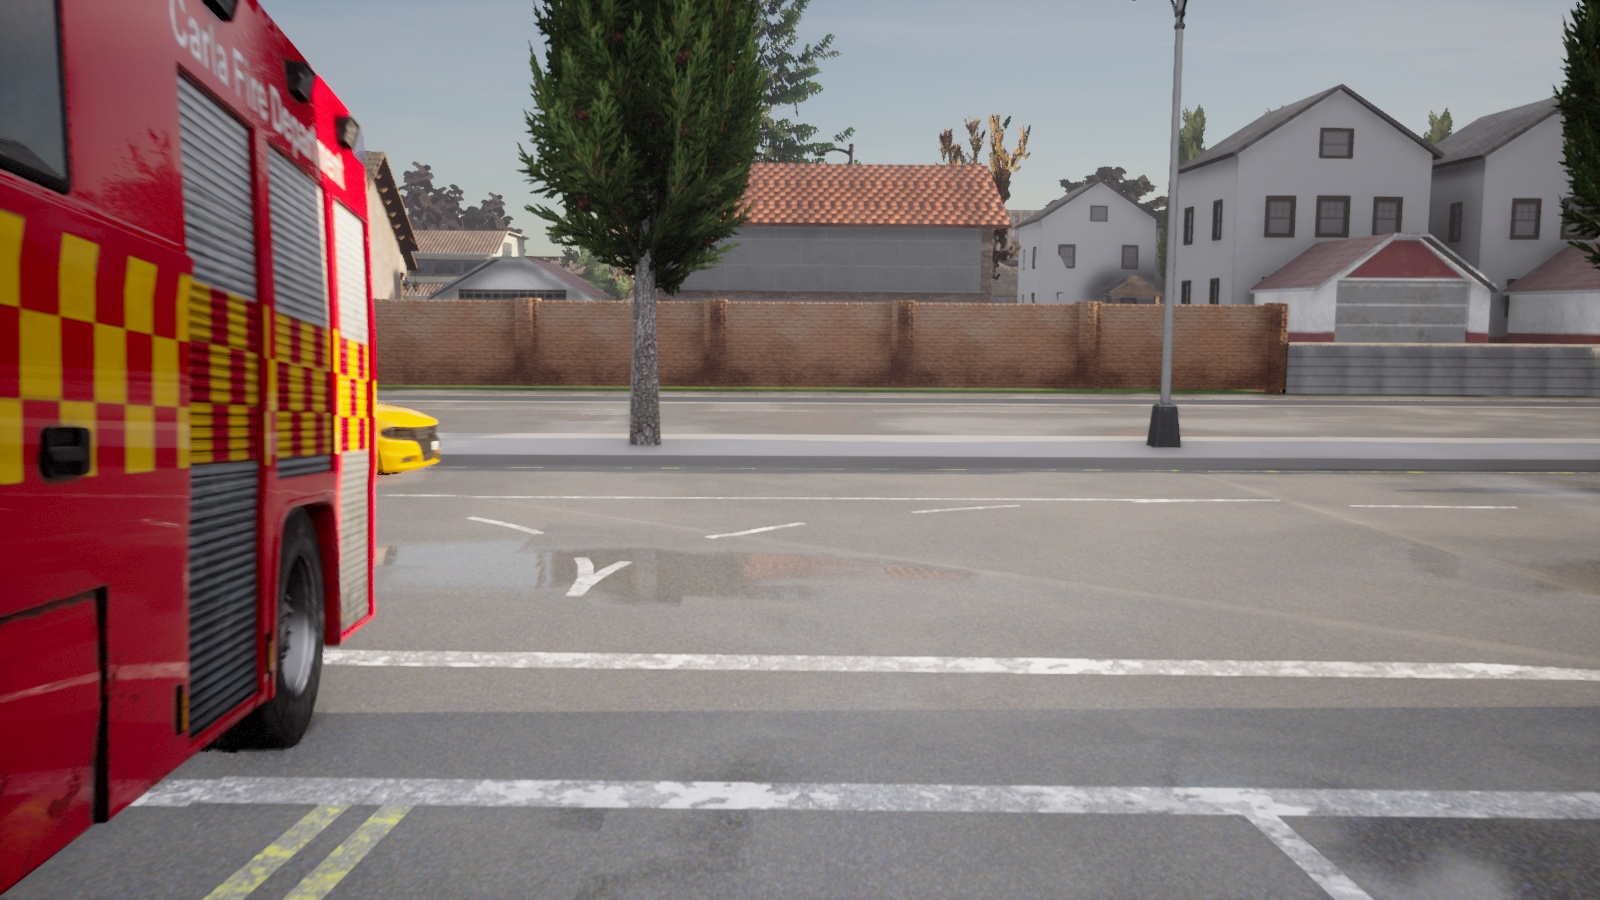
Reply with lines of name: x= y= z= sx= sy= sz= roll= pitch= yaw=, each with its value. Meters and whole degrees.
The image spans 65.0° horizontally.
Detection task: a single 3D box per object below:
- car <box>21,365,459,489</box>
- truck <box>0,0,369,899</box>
car: x=-7.357 y=-0.348 z=16.906 sx=5.008 sy=1.535 sz=1.882 roll=0 pitch=5 yaw=-1
truck: x=-3.298 y=-0.440 z=2.757 sx=2.891 sy=3.827 sz=8.468 roll=0 pitch=1 yaw=-8
